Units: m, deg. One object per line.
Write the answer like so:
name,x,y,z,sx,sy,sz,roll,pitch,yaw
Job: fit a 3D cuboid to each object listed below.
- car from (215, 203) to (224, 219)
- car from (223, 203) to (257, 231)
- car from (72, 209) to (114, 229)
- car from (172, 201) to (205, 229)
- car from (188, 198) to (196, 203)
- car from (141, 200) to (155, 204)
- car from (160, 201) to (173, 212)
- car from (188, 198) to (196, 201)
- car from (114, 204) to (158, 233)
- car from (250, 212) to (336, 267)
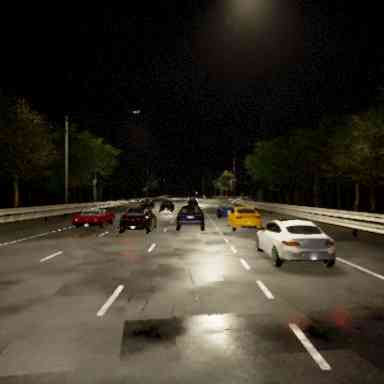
car,3.503,1.883,33.885,2.163,1.488,4.792,0,0,0
car,3.502,1.756,22.859,1.882,1.535,5.008,0,-1,0
car,-6.898,1.892,23.973,1.895,1.301,4.718,0,-1,0
car,-0.083,1.720,23.823,2.033,1.649,4.856,0,0,0
car,0.007,2.231,87.322,2.033,1.411,5.357,0,0,0
car,-6.896,1.978,51.730,2.128,1.511,4.902,0,0,0
car,-3.396,1.961,46.253,1.837,1.490,4.892,0,0,0
car,0.102,2.060,60.235,1.812,1.442,4.674,0,0,0
car,-3.398,1.770,21.491,1.837,1.490,4.892,0,0,0
car,3.501,1.673,11.860,1.812,1.442,4.674,0,-1,0
